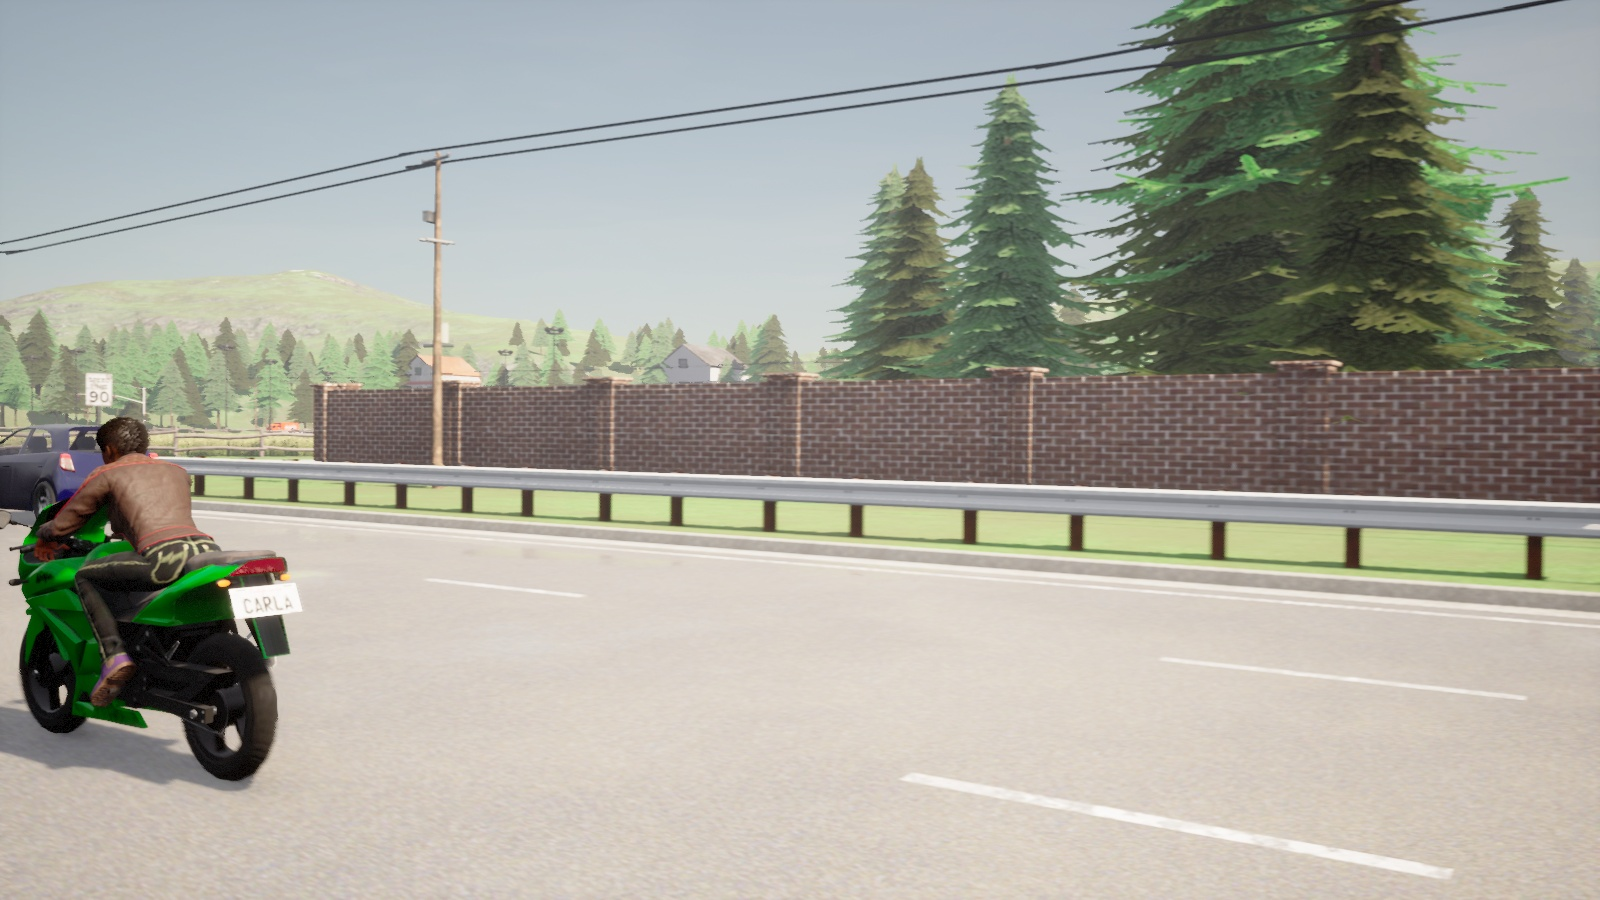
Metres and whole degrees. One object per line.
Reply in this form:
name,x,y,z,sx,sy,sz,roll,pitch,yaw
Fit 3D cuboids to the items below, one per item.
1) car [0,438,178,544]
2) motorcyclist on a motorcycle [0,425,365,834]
car,-11.739,0.581,19.825,3.633,1.501,1.845,0,1,34
motorcyclist on a motorcycle,-2.929,0.664,5.569,2.044,1.523,0.797,0,1,34
